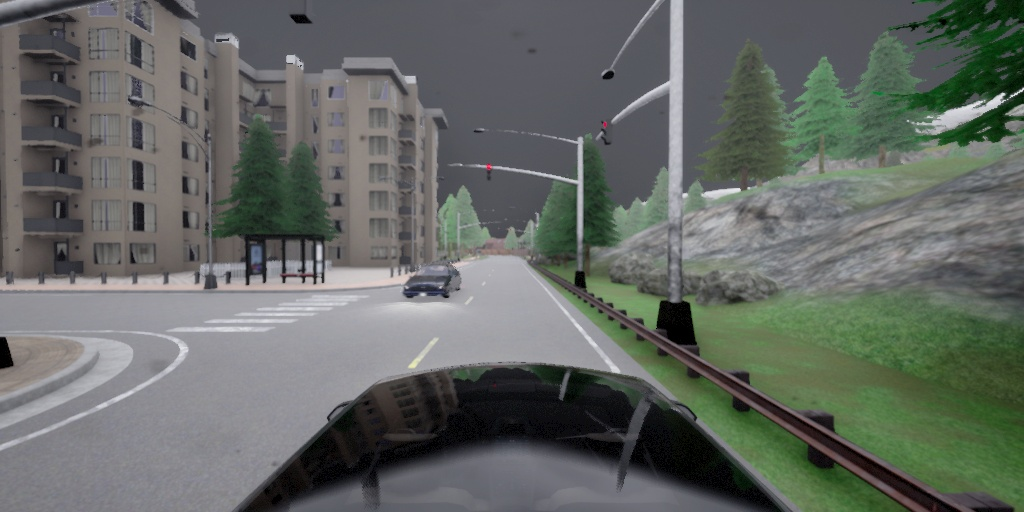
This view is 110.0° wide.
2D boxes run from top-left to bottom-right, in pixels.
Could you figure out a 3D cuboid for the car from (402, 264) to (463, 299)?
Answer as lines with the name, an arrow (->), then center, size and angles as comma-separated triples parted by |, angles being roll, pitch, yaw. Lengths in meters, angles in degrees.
car -> -3.475, 1.086, 16.671 | 2.033, 1.411, 5.357 | 0, 1, 0
